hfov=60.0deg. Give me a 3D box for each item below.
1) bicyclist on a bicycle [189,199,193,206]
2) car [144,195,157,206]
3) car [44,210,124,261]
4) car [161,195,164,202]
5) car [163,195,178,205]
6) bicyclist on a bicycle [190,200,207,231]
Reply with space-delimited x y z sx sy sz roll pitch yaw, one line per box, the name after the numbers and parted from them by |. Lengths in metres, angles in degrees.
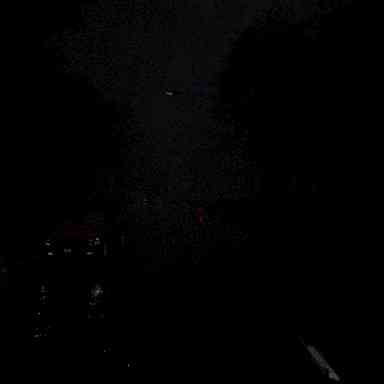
0.066 1.459 28.093 0.582 1.620 1.656 0 0 -3 | bicyclist on a bicycle
-6.780 1.286 54.317 2.097 1.767 4.553 0 0 -6 | car
-3.820 1.492 12.519 1.882 1.535 5.008 0 0 -2 | car
-5.746 1.359 73.492 2.033 1.411 5.357 0 0 -9 | car
-3.344 1.479 56.541 2.033 1.411 5.357 0 0 -7 | car
0.495 1.451 19.616 0.866 1.612 1.509 0 0 -2 | bicyclist on a bicycle
